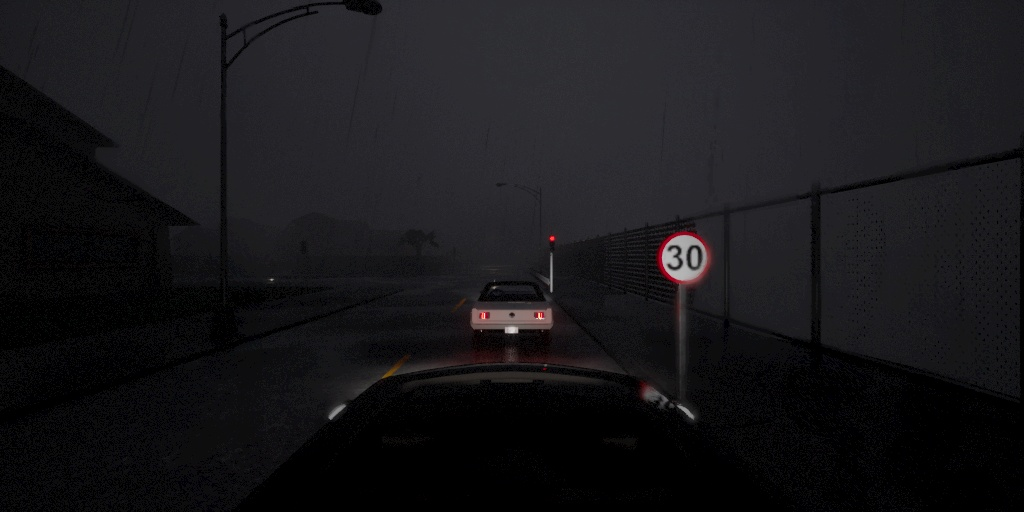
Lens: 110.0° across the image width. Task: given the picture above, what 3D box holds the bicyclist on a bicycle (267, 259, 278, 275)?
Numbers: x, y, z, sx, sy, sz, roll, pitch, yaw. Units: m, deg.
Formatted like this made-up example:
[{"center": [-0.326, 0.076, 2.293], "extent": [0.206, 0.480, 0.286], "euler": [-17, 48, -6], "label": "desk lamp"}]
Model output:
[{"center": [-24.324, 1.099, 36.471], "extent": [0.582, 1.620, 1.656], "euler": [0, 0, 0], "label": "bicyclist on a bicycle"}]

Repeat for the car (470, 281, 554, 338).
[{"center": [-0.002, 1.351, 10.163], "extent": [1.895, 1.301, 4.718], "euler": [0, 0, 0], "label": "car"}]
